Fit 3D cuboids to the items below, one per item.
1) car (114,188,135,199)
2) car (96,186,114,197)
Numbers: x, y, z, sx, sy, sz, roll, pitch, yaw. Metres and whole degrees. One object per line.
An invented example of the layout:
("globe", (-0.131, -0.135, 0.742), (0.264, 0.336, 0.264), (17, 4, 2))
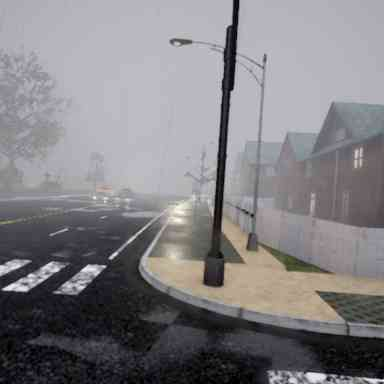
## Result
("car", (-9.784, 0.172, 50.188), (1.812, 1.442, 4.674), (4, 1, 2))
("car", (-13.020, -0.099, 50.337), (1.882, 1.535, 5.008), (4, 1, 2))
